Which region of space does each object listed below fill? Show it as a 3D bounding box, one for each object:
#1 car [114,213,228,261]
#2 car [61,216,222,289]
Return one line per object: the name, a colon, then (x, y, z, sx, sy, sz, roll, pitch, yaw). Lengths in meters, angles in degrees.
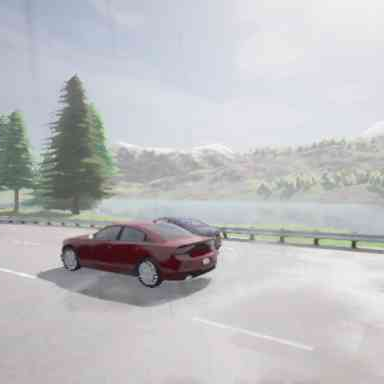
car: (-0.903, 1.642, 13.176, 4.181, 1.385, 1.994, -1, 0, 35)
car: (-1.687, 1.541, 9.465, 5.008, 1.535, 1.882, -1, 0, 35)
